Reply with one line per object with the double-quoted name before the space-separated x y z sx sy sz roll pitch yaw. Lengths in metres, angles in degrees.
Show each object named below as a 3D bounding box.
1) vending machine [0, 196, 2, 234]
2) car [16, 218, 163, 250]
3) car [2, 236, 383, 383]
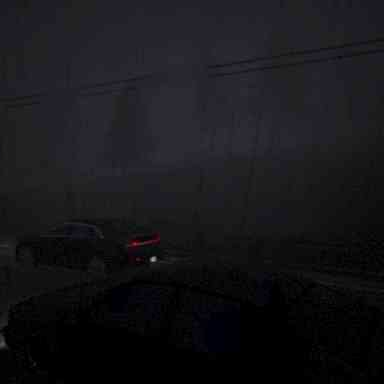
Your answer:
"vending machine" -11.296 1.296 18.356 0.880 2.100 1.100 -1 0 23
"car" -3.081 1.513 9.680 4.902 1.511 2.128 0 0 30
"car" 0.081 1.540 3.749 5.357 1.411 2.033 -1 0 33
